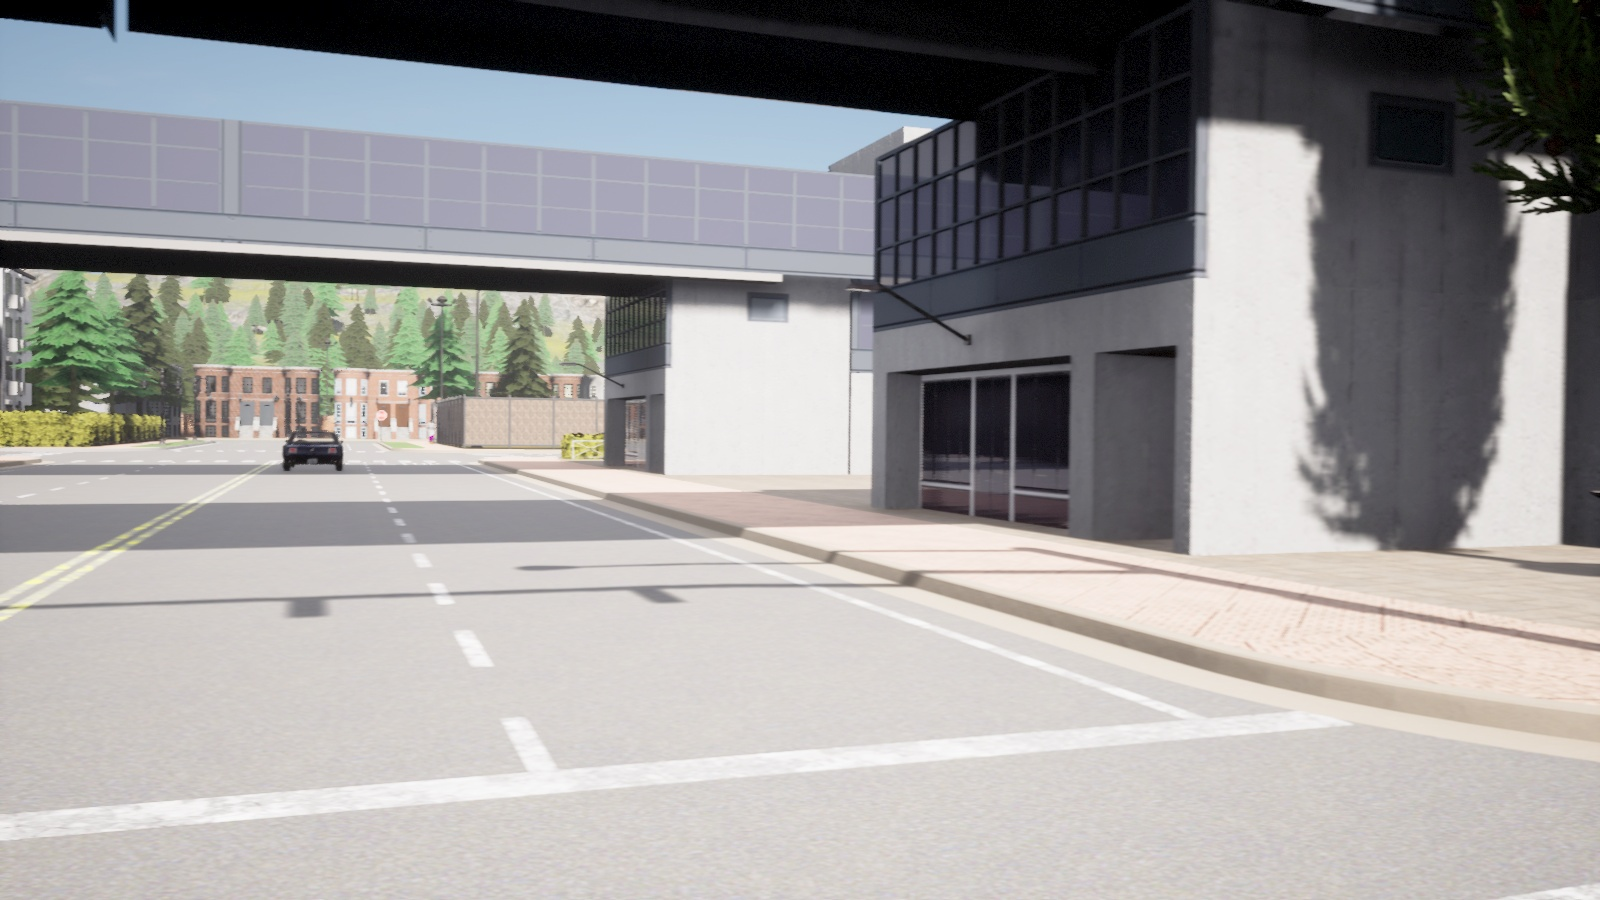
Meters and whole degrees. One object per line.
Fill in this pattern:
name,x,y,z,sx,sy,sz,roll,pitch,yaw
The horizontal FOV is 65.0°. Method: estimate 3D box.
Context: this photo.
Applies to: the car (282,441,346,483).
car,-16.523,0.380,42.842,1.895,1.301,4.718,-1,1,-20
